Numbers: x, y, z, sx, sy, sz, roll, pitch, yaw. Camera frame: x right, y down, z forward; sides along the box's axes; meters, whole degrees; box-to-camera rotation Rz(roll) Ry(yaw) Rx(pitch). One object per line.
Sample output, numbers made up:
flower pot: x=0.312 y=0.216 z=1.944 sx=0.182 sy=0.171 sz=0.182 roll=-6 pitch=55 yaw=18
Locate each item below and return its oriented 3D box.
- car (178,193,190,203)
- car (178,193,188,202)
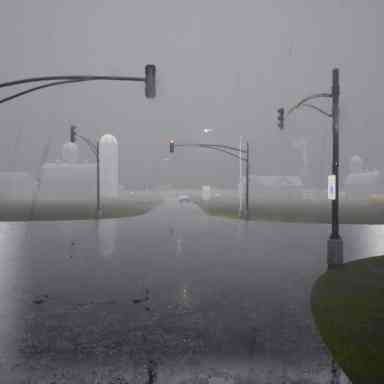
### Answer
car: x=-1.526 y=1.553 z=69.932 sx=1.812 sy=1.442 sz=4.674 roll=0 pitch=0 yaw=-3
car: x=-2.113 y=1.189 z=79.966 sx=2.150 sy=2.045 sz=5.566 roll=0 pitch=0 yaw=-4
